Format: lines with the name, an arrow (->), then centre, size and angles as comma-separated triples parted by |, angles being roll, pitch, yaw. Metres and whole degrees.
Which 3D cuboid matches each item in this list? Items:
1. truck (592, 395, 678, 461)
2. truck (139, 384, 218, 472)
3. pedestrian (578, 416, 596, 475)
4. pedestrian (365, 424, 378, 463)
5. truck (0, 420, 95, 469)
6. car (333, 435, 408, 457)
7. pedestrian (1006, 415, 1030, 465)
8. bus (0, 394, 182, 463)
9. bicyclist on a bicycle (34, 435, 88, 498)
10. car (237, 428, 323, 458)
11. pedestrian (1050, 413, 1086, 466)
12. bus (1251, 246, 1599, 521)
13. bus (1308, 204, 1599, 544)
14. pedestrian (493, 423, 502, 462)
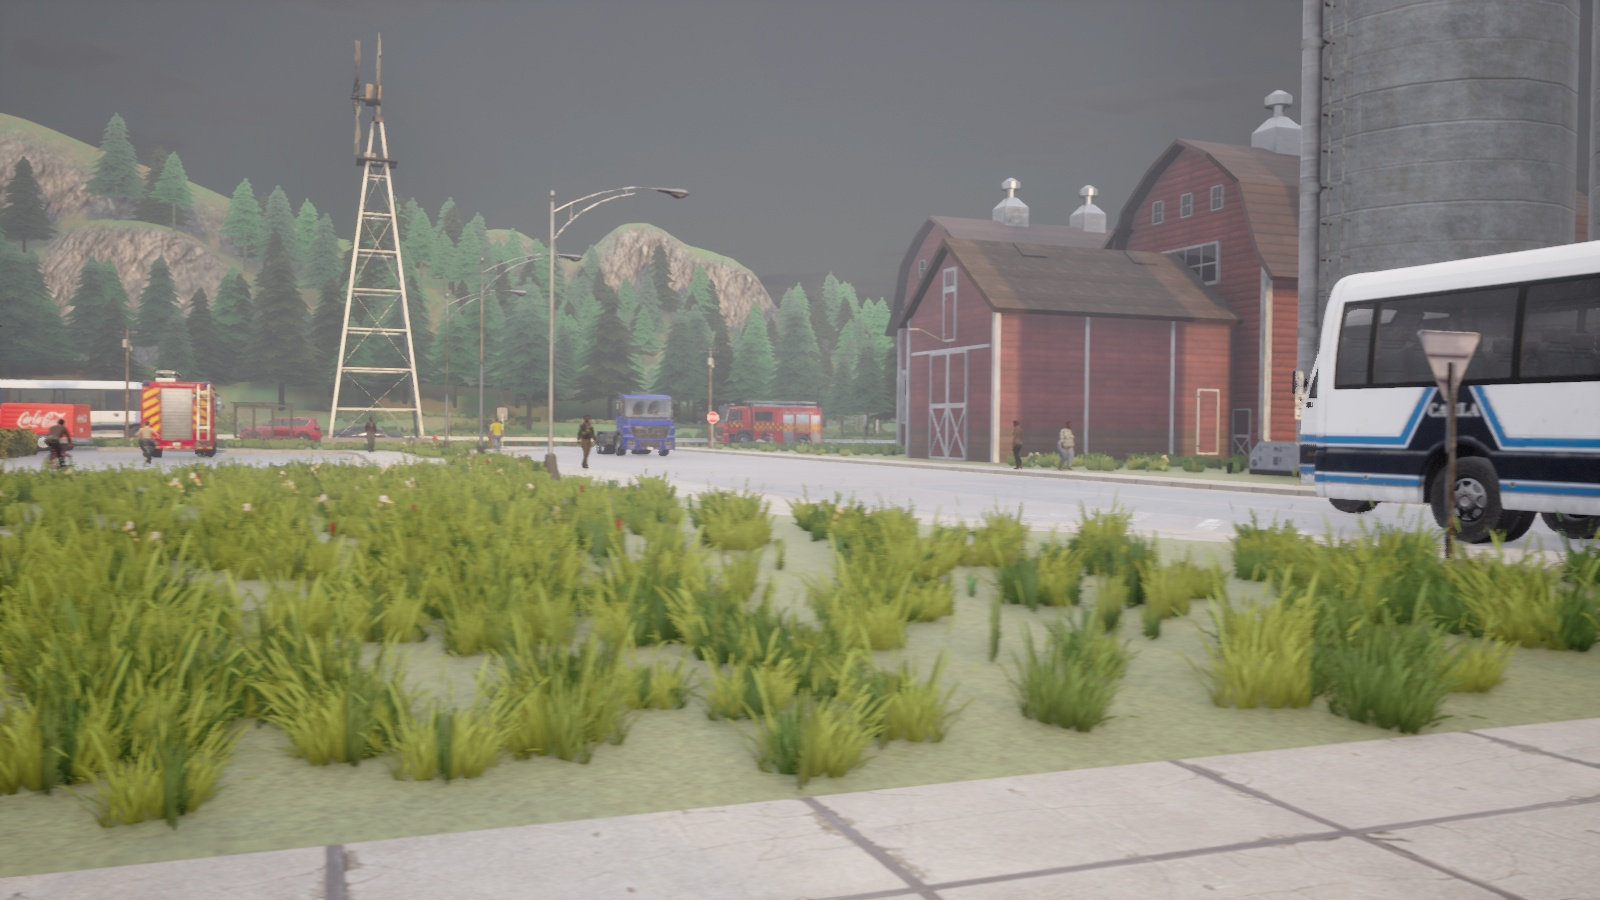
truck -> -9.392, -1.231, 70.583 | 2.891, 3.462, 7.936 | -1, 1, -21
truck -> -28.870, -1.009, 58.589 | 2.891, 3.827, 8.468 | -1, 1, -24
pedestrian -> -7.015, -0.143, 41.317 | 0.395, 1.930, 0.692 | -1, 1, -22
pedestrian -> -21.288, -0.337, 62.385 | 0.402, 1.930, 0.666 | -1, 1, -32
truck -> -39.444, -0.304, 64.268 | 5.204, 2.467, 2.627 | 0, 1, -8
car -> -30.302, -0.311, 88.567 | 4.892, 1.490, 1.837 | -1, 1, -20
pedestrian -> 7.947, -0.378, 45.853 | 0.328, 1.805, 0.869 | -1, 1, -34
bus -> -46.557, -1.418, 82.490 | 10.273, 4.253, 3.944 | -1, 1, -20
bicyclist on a bicycle -> -19.595, 0.420, 33.331 | 0.582, 1.620, 1.656 | -2, 1, -7
car -> -37.124, -0.543, 89.755 | 5.566, 2.045, 2.150 | -1, 1, -20
pedestrian -> 9.633, -0.385, 45.141 | 0.874, 1.855, 0.900 | -1, 1, -29
bus -> 13.279, -1.088, 22.485 | 3.944, 4.253, 10.273 | -1, 1, -22
bus -> 11.940, -0.970, 16.168 | 3.944, 4.253, 10.273 | -1, 1, -22
pedestrian -> -14.240, -0.355, 59.153 | 0.354, 1.836, 0.706 | -1, 1, -14
